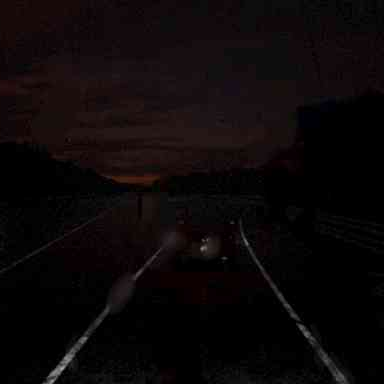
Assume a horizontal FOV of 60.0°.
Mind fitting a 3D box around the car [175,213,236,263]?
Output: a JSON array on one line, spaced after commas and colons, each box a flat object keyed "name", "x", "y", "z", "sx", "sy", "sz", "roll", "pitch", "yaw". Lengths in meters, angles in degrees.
[{"name": "car", "x": 0.539, "y": 1.493, "z": 12.114, "sx": 1.882, "sy": 1.535, "sz": 5.008, "roll": 0, "pitch": 0, "yaw": 4}]
